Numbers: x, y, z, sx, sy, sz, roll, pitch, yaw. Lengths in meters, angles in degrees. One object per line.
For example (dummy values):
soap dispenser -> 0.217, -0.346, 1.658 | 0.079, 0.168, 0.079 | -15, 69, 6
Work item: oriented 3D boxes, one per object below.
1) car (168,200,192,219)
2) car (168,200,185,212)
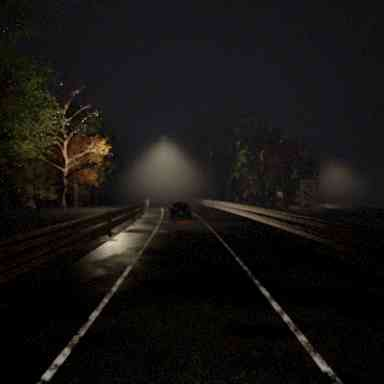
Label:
car -> -1.050, 1.649, 30.814 | 1.882, 1.535, 5.008 | 0, -1, -3
car -> -2.136, 1.821, 44.721 | 1.994, 1.385, 4.181 | 0, 0, -5
